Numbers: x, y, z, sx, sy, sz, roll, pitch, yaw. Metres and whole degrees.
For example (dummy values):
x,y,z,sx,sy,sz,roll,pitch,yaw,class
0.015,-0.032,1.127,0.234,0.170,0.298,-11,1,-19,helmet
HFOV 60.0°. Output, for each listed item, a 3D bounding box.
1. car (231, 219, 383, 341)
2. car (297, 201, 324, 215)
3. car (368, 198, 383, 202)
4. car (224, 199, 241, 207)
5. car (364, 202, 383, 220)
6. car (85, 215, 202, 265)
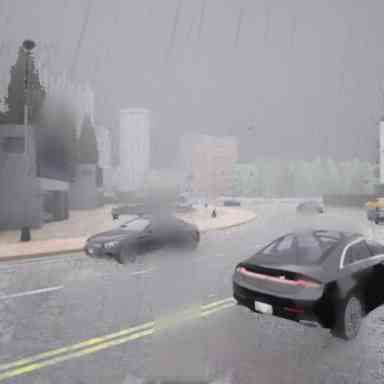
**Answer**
x,y,z,sx,sy,sz,roll,pitch,yaw,class
2.832,1.518,6.655,4.902,1.511,2.128,0,0,-43,car
12.948,1.709,36.503,1.994,1.385,4.181,0,0,3,car
20.236,1.390,35.584,1.882,1.535,5.008,0,0,5,car
7.107,1.910,58.502,1.895,1.301,4.718,0,0,-10,car
14.415,1.668,24.906,1.895,1.301,4.718,0,0,19,car
-1.597,1.611,12.270,1.812,1.442,4.674,0,0,44,car
